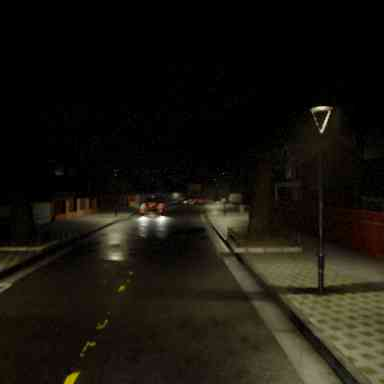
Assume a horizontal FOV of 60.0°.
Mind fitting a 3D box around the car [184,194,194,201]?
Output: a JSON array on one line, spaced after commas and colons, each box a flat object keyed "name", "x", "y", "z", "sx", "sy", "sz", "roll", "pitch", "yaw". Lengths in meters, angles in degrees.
[{"name": "car", "x": -0.628, "y": 1.220, "z": 72.164, "sx": 1.882, "sy": 1.535, "sz": 5.008, "roll": 0, "pitch": 0, "yaw": 7}]

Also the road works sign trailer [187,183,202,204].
[{"name": "road works sign trailer", "x": 0.497, "y": 0.256, "z": 55.803, "sx": 2.380, "sy": 3.560, "sz": 2.880, "roll": 0, "pitch": 0, "yaw": 5}]

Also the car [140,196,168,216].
[{"name": "car", "x": -3.437, "y": 1.210, "z": 30.765, "sx": 2.097, "sy": 1.767, "sz": 4.553, "roll": 0, "pitch": 0, "yaw": 1}]
